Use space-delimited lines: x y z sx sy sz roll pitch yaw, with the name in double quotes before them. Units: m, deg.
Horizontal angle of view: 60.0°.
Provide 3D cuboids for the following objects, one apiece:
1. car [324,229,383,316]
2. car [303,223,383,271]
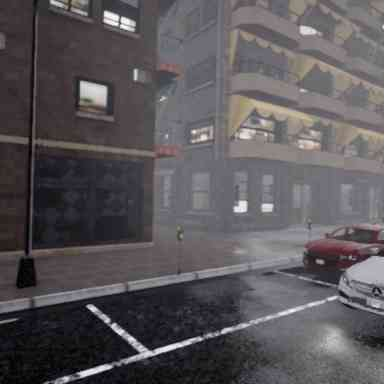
"car" 4.981 1.634 6.943 4.674 1.442 1.812 1 -1 -36
"car" 5.321 1.685 10.358 4.507 1.381 1.887 1 0 -36
